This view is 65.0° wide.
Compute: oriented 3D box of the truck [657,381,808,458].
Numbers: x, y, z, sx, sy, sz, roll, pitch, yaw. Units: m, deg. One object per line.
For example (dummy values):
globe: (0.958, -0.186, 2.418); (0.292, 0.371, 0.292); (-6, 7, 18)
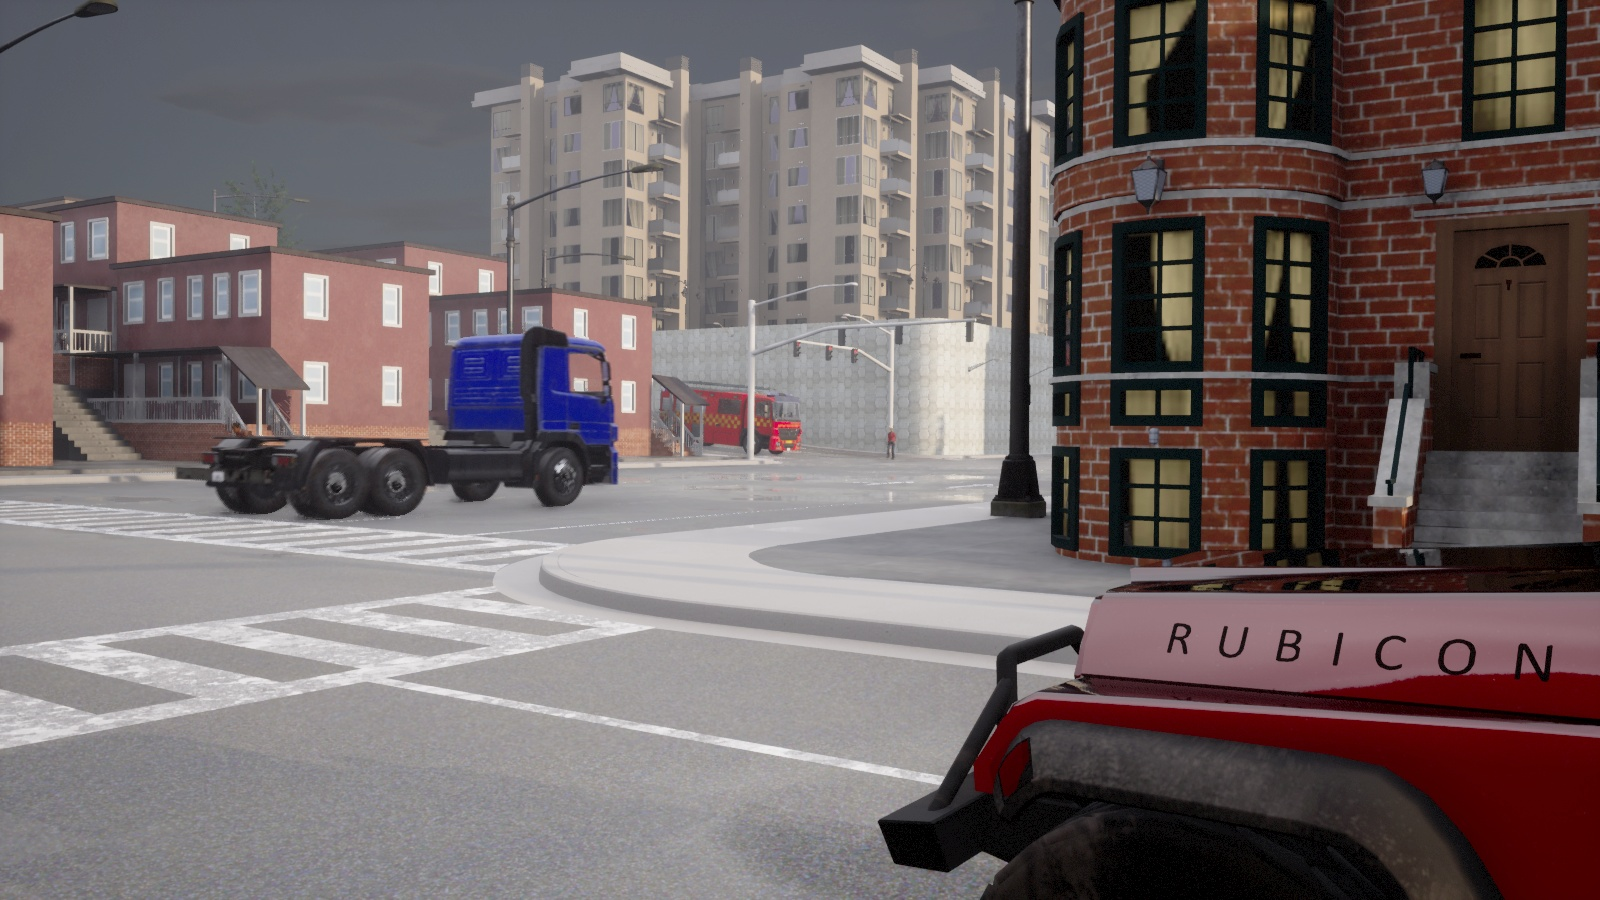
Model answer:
truck: (-4.007, -1.806, 72.816); (8.468, 3.827, 2.891); (6, 4, 33)

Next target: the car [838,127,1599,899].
car: (2.219, 0.478, 2.153); (3.866, 1.878, 1.905); (0, 1, 33)

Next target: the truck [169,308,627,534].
truck: (-7.007, -0.505, 23.285); (2.891, 3.462, 7.936); (0, 1, 35)

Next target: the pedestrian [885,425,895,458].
pedestrian: (4.974, -0.469, 69.133); (0.331, 1.846, 0.636); (0, 1, 27)
